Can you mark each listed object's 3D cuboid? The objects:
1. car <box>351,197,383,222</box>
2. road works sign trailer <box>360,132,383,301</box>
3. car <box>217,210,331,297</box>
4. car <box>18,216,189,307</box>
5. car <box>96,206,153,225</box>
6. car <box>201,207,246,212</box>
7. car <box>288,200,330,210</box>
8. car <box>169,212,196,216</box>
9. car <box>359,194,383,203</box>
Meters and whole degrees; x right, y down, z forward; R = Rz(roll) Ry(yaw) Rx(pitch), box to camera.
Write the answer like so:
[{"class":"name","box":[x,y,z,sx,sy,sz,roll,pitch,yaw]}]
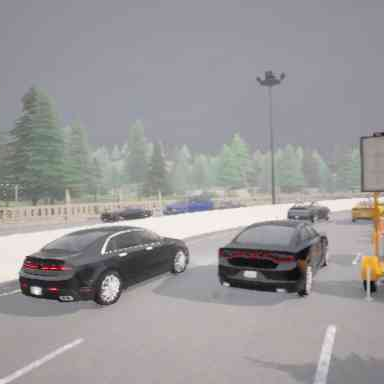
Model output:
[{"class":"car","box":[12.864,1.300,23.660,1.882,1.535,5.008,-2,-1,40]},{"class":"road works sign trailer","box":[5.146,0.381,7.413,2.380,3.560,2.880,-2,0,33]},{"class":"car","box":[2.365,1.472,8.800,1.882,1.535,5.008,-2,0,29]},{"class":"car","box":[-1.819,1.602,8.438,1.837,1.490,4.892,-2,-1,28]},{"class":"car","box":[-5.723,1.919,28.710,1.895,1.301,4.718,-2,0,37]},{"class":"car","box":[2.955,1.591,28.450,2.128,1.511,4.902,-2,0,40]},{"class":"car","box":[8.431,1.426,23.817,2.128,1.511,4.902,-2,-1,39]},{"class":"car","box":[-0.205,1.411,30.177,2.150,2.045,5.566,-2,-1,39]},{"class":"car","box":[30.694,1.074,56.202,4.892,1.490,1.837,-1,-1,-29]}]
